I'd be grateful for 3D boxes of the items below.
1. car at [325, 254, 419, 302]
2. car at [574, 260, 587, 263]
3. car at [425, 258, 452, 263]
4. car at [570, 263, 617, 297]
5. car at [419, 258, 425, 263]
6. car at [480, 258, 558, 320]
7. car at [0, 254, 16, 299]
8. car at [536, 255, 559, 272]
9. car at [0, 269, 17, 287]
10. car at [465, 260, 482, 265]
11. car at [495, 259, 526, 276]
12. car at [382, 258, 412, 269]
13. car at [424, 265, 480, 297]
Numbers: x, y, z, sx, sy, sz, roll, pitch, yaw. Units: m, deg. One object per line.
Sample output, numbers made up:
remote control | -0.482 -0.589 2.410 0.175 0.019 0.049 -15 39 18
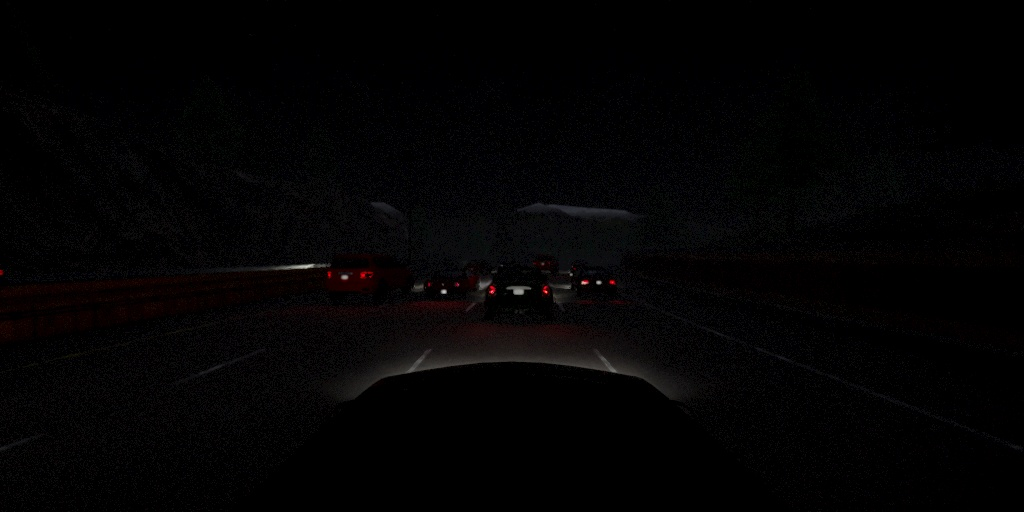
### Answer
car | -6.491 0.932 16.960 2.150 2.045 5.566 0 0 4
car | 7.236 1.181 37.767 1.812 1.442 4.674 0 0 13
car | -10.435 1.121 53.207 1.837 1.490 4.892 0 0 18
car | 4.142 1.252 18.746 2.033 1.411 5.357 0 0 5
car | -14.168 1.122 52.927 1.837 1.490 4.892 0 0 17
car | 0.285 1.073 12.626 2.097 1.767 4.553 0 0 2
car | -24.365 0.940 14.025 2.150 2.045 5.566 0 0 3
car | 3.628 0.877 37.752 2.150 2.045 5.566 0 0 13
car | -17.480 1.254 10.170 1.812 1.442 4.674 0 0 2
car | -3.462 1.133 37.919 1.882 1.535 5.008 0 0 12
car | -0.057 1.148 37.145 2.128 1.511 4.902 0 0 12
car | -17.352 1.117 54.495 1.837 1.490 4.892 0 0 17
car | -2.889 1.307 18.316 1.895 1.301 4.718 0 0 4
